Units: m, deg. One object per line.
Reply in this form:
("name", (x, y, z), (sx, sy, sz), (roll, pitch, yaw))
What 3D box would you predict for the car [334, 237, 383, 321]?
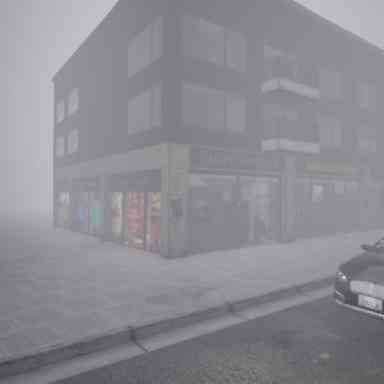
("car", (4.823, 1.492, 6.724), (4.902, 1.511, 2.128), (0, 0, -36))
